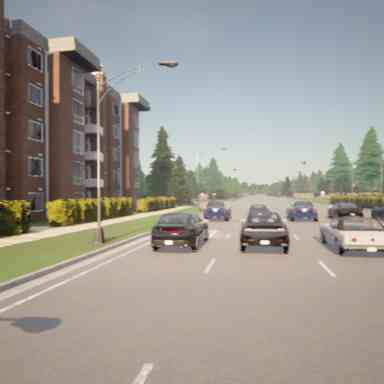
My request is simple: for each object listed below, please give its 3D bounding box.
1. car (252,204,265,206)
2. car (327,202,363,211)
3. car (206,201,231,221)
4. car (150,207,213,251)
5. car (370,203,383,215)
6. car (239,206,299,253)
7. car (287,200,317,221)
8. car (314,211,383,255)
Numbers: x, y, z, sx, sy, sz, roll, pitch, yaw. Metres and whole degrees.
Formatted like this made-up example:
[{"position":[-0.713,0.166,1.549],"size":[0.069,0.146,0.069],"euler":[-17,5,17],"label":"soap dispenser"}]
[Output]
[{"position":[5.773,1.748,28.888],"size":[1.994,1.385,4.181],"euler":[-1,0,11],"label":"car"},{"position":[12.691,1.586,27.784],"size":[1.882,1.535,5.008],"euler":[-1,0,11],"label":"car"},{"position":[2.291,1.571,29.316],"size":[2.097,1.767,4.553],"euler":[-1,-1,11],"label":"car"},{"position":[-0.417,1.634,14.782],"size":[1.837,1.490,4.892],"euler":[-1,0,11],"label":"car"},{"position":[16.108,1.594,27.022],"size":[1.812,1.442,4.674],"euler":[-1,0,11],"label":"car"},{"position":[3.022,1.581,14.136],"size":[2.128,1.511,4.902],"euler":[-1,0,11],"label":"car"},{"position":[9.172,1.494,28.032],"size":[2.097,1.767,4.553],"euler":[-1,-1,11],"label":"car"},{"position":[6.426,1.649,13.305],"size":[1.895,1.301,4.718],"euler":[-1,0,11],"label":"car"}]
